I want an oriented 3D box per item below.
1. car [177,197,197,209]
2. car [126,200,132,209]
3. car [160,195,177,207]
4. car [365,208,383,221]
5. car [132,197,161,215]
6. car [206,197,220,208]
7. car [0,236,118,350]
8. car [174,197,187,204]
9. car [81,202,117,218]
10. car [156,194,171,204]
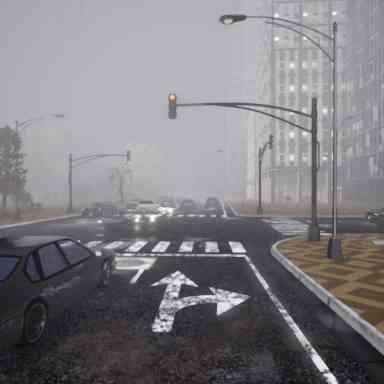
[{"bbox_3d":[-0.480,1.556,45.291,1.994,1.385,4.181,0,0,5],"label":"car"},{"bbox_3d":[-7.262,1.537,44.548,2.033,1.411,5.357,0,0,5],"label":"car"},{"bbox_3d":[-3.534,1.485,50.255,2.128,1.511,4.902,0,0,5],"label":"car"},{"bbox_3d":[14.983,1.383,22.910,5.357,1.411,2.033,0,0,5],"label":"car"},{"bbox_3d":[-4.597,1.517,34.236,1.812,1.442,4.674,0,0,1],"label":"car"},{"bbox_3d":[3.003,1.471,48.039,1.882,1.535,5.008,0,0,5],"label":"car"},{"bbox_3d":[-3.049,1.546,6.262,2.033,1.411,5.357,0,0,5],"label":"car"},{"bbox_3d":[-2.221,1.599,65.545,1.895,1.301,4.718,0,0,5],"label":"car"},{"bbox_3d":[-8.409,1.589,30.426,1.895,1.301,4.718,0,0,5],"label":"car"},{"bbox_3d":[-5.546,1.348,64.924,2.097,1.767,4.553,0,0,5],"label":"car"}]
